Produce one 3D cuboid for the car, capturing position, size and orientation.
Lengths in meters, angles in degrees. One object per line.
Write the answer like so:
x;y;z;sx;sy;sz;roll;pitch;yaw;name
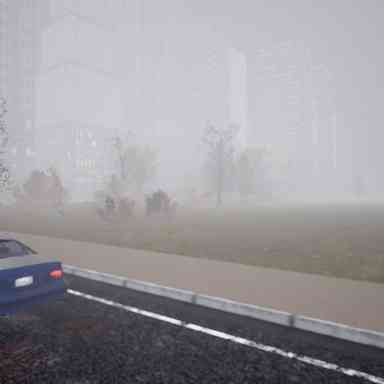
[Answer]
-4.847;1.548;7.066;5.357;1.411;2.033;0;0;36;car
